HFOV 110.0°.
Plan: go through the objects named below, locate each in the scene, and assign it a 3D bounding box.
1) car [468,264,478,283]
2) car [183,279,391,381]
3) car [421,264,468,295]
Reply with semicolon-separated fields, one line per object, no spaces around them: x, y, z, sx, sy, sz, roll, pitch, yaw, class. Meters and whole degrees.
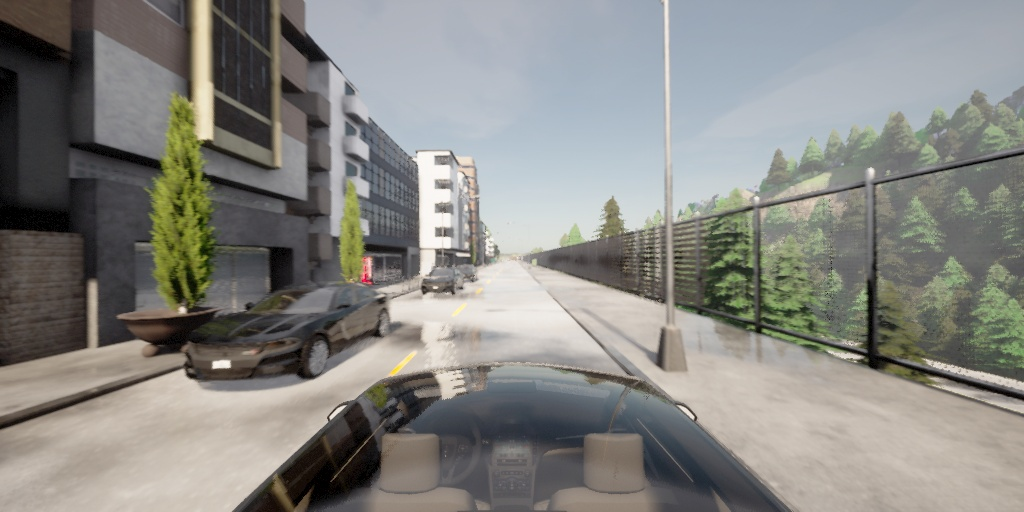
-4.030;1.482;31.147;1.837;1.490;4.892;-1;-1;1;car
-4.198;1.311;7.687;1.882;1.535;5.008;-1;0;0;car
-4.049;1.422;21.544;1.882;1.535;5.008;-1;0;0;car
